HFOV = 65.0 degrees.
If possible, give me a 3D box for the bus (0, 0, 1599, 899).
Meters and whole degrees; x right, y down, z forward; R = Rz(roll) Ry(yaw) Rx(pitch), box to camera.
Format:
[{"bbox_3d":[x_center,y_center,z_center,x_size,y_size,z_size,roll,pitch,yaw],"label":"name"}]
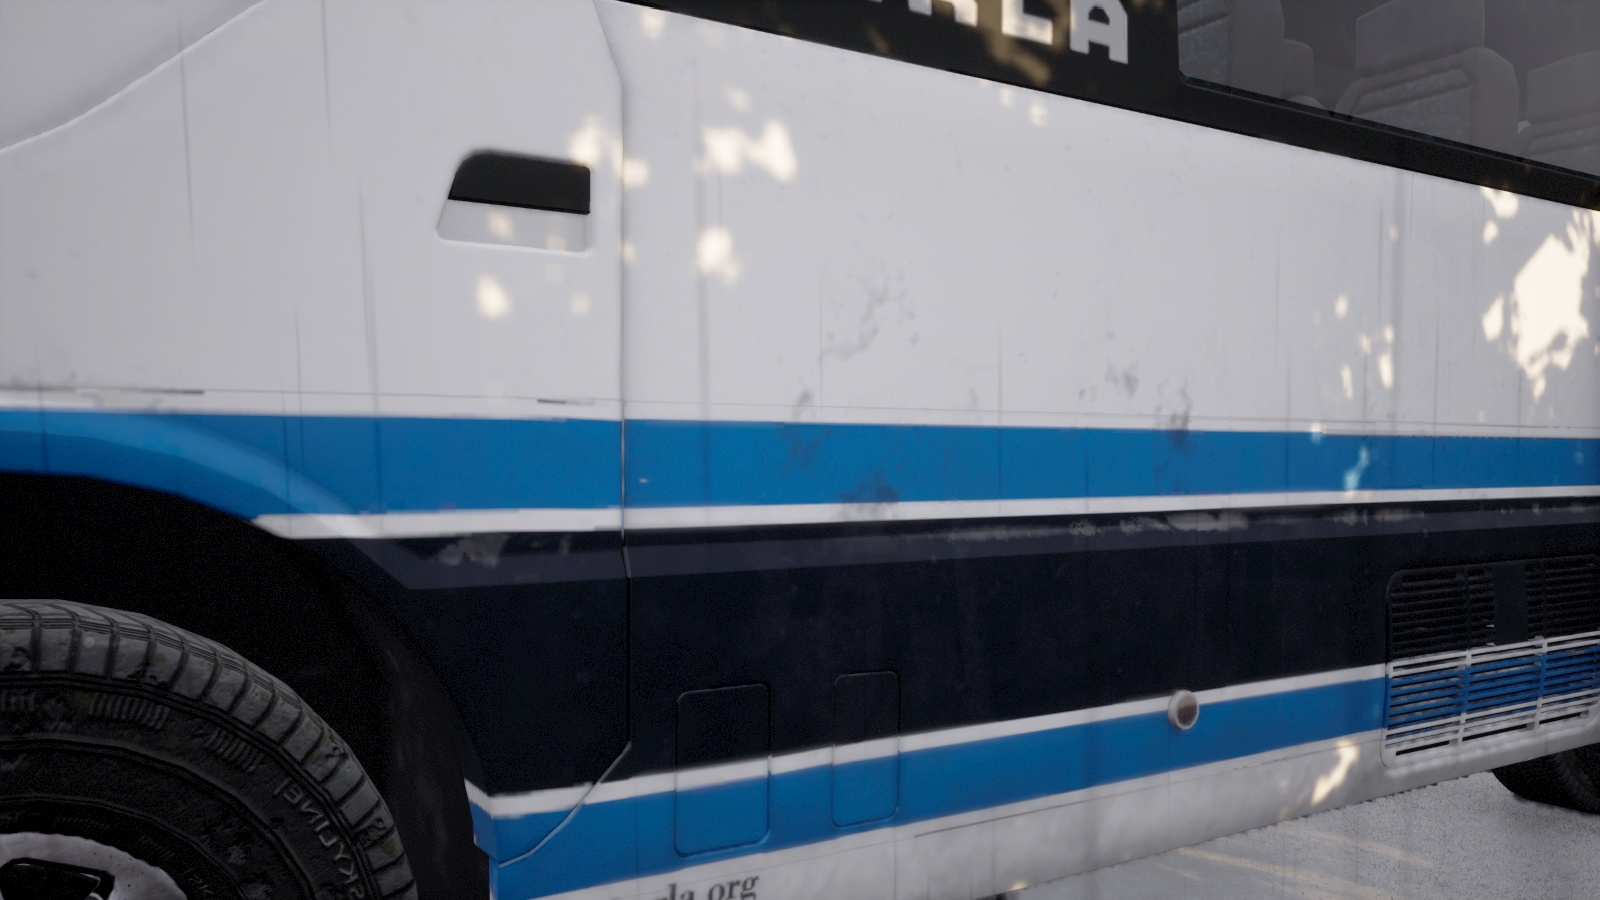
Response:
[{"bbox_3d":[0.588,-0.621,4.639,10.273,4.253,3.944,0,0,-33],"label":"bus"}]
